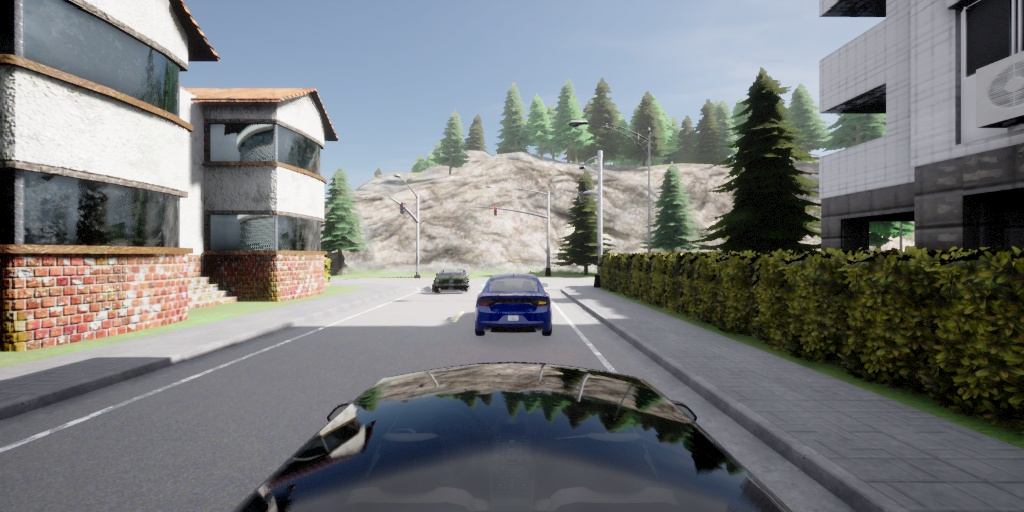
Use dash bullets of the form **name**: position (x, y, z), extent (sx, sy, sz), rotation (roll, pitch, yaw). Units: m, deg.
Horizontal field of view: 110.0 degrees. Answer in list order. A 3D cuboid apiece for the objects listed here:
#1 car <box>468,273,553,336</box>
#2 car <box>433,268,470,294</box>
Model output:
- **car**: position (0.049, 1.228, 10.431), extent (1.882, 1.535, 5.008), rotation (0, 0, 0)
- **car**: position (-3.329, 1.351, 20.473), extent (1.895, 1.301, 4.718), rotation (0, 0, -7)
